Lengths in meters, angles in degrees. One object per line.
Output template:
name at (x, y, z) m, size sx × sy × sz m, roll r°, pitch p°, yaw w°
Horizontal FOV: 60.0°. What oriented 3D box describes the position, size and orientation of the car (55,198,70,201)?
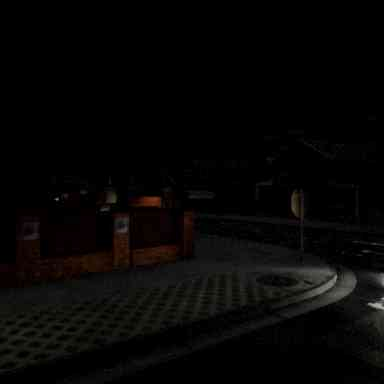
car at (-18.369, 1.493, 47.126) m, size 2.033 × 1.411 × 5.357 m, roll 0°, pitch 0°, yaw -35°
